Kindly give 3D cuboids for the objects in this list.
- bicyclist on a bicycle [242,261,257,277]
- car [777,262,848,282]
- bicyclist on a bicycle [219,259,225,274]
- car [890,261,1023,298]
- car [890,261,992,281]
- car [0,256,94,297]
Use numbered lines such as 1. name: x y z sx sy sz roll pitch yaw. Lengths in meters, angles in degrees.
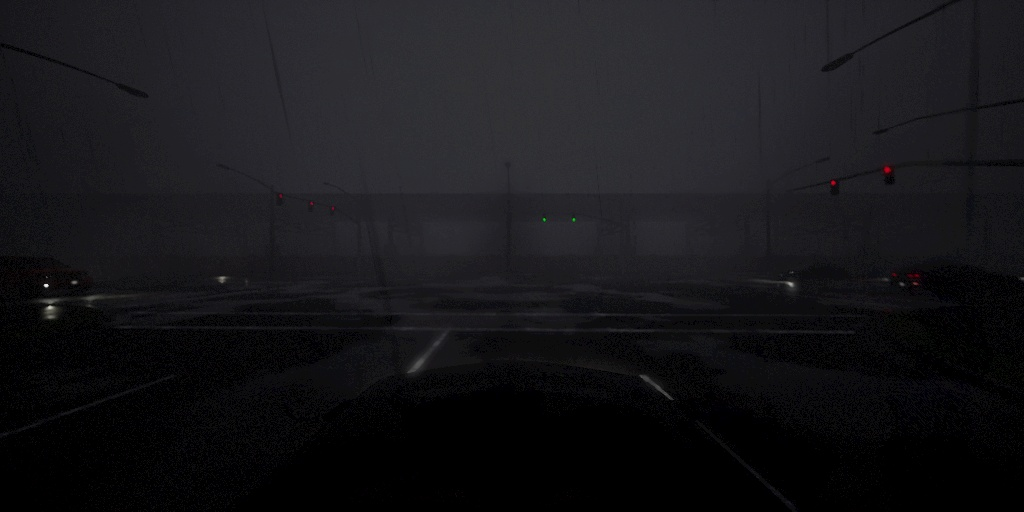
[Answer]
1. bicyclist on a bicycle: -26.976 1.321 36.907 0.582 1.620 1.656 0 0 14
2. car: 23.554 1.222 28.171 4.674 1.442 1.812 -1 0 2
3. bicyclist on a bicycle: -31.524 1.176 39.006 0.582 1.620 1.656 0 0 -33
4. car: 21.584 1.174 17.528 4.902 1.511 2.128 -1 0 2
5. car: 33.229 1.128 27.887 5.357 1.411 2.033 -1 0 2
6. car: -25.593 1.031 18.909 5.566 2.045 2.150 0 0 4
